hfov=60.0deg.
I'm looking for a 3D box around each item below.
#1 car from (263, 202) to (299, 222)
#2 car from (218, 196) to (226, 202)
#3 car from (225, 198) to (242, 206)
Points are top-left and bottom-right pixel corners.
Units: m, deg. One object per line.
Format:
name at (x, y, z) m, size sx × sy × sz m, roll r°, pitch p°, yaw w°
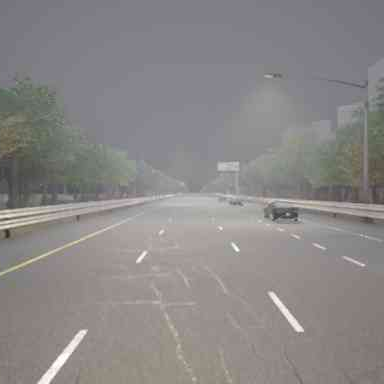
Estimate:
car at (7.049, 1.510, 26.852) m, size 1.882 × 1.535 × 5.008 m, roll 0°, pitch 0°, yaw 0°
car at (7.383, 1.581, 80.683) m, size 1.812 × 1.442 × 4.674 m, roll 0°, pitch 0°, yaw 1°
car at (7.188, 1.643, 55.699) m, size 1.895 × 1.301 × 4.718 m, roll 0°, pitch 0°, yaw 0°
